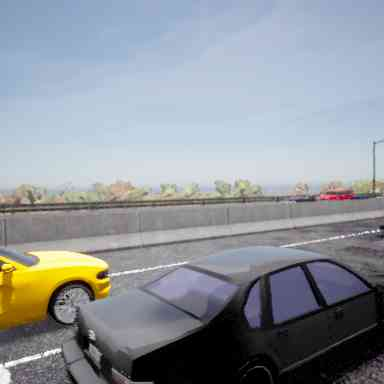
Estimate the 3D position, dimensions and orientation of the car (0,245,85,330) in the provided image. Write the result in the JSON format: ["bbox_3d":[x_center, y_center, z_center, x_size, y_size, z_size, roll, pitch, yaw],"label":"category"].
[{"bbox_3d":[-3.827,1.480,5.315,5.008,1.535,1.882,-1,1,-36],"label":"car"}]

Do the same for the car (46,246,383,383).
[{"bbox_3d":[1.129,1.501,4.562,5.357,1.411,2.033,-1,1,-36],"label":"car"}]

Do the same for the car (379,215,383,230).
[{"bbox_3d":[11.043,1.302,15.970,5.357,1.411,2.033,-1,1,-36],"label":"car"}]

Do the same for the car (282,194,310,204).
[{"bbox_3d":[12.617,1.049,38.868,4.902,1.511,2.128,-1,1,-36],"label":"car"}]

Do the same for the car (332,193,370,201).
[{"bbox_3d":[16.263,1.090,32.872,4.674,1.442,1.812,-1,1,-36],"label":"car"}]

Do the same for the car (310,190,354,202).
[{"bbox_3d":[16.001,0.756,36.987,5.566,2.045,2.150,-1,1,-36],"label":"car"}]
